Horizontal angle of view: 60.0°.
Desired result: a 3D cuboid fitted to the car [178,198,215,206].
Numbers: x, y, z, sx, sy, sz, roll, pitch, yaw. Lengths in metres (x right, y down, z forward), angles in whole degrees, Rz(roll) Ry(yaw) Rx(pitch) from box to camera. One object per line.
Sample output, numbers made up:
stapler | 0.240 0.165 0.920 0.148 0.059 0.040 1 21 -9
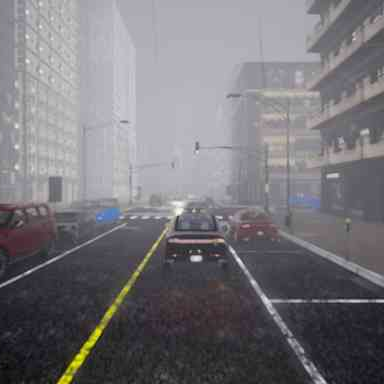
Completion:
car | 0.470 1.437 27.104 2.033 1.411 5.357 0 0 7

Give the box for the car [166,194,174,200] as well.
car | -5.674 1.229 86.210 1.752 1.417 4.829 0 0 0

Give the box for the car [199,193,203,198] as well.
car | 2.700 1.326 58.740 1.887 1.381 4.507 0 0 0

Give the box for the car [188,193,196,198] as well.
car | 0.020 1.299 83.544 1.895 1.301 4.718 0 0 0

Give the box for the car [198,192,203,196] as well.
car | 2.701 1.204 64.267 1.967 1.590 4.097 0 0 0

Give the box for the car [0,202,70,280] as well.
car | -5.693 1.273 9.778 2.192 1.841 5.009 0 0 0

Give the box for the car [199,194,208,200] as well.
car | 2.705 1.283 80.851 1.947 1.339 4.313 0 0 0

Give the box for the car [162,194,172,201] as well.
car | -5.677 1.172 75.326 1.967 1.590 4.097 0 0 0

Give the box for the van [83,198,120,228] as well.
van | -5.690 1.255 20.824 1.690 1.788 3.998 0 0 0

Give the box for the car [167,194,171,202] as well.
car | -5.679 1.309 64.270 1.887 1.381 4.507 0 0 0

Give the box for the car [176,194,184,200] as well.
car | -2.979 1.181 84.068 1.882 1.535 5.008 0 0 0

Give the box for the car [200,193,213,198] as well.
car | 2.699 1.344 53.212 1.887 1.381 4.507 0 0 0

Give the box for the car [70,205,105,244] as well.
car | -5.691 1.501 15.302 1.947 1.339 4.313 0 0 0

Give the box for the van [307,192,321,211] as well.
van | 13.738 1.022 32.384 3.998 1.788 1.690 -1 1 0

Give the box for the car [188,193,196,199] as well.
car | 0.023 1.061 93.518 2.128 1.511 4.902 0 0 0

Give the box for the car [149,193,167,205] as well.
car | -5.683 1.115 53.214 2.192 1.841 5.009 0 0 0

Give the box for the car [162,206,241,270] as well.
car | 0.105 1.446 10.789 2.128 1.511 4.902 0 0 0

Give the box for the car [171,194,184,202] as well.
car | -2.985 1.266 68.574 2.128 1.511 4.902 0 0 0

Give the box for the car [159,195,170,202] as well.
car | -5.677 1.314 69.798 1.947 1.339 4.313 0 0 0

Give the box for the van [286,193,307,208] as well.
van | 13.718 0.950 40.764 3.998 1.788 1.690 -1 1 0

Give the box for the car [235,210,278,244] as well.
car | 2.689 1.480 15.299 1.887 1.381 4.507 0 0 0
